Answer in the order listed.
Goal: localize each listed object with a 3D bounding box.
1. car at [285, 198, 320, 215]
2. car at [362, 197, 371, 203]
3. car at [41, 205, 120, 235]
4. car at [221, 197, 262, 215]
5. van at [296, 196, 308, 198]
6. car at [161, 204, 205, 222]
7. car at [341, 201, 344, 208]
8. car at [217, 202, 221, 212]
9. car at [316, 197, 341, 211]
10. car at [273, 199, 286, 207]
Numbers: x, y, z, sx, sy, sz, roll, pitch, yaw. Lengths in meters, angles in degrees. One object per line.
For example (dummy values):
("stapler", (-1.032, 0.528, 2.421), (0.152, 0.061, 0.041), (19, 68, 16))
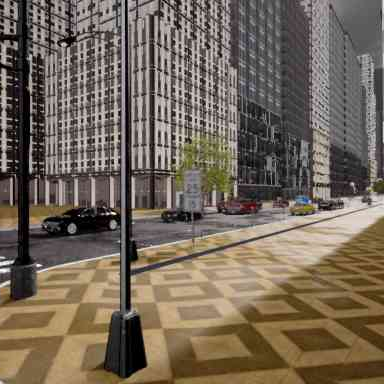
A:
("car", (11.920, 1.673, 35.622), (1.752, 1.417, 4.829), (0, 0, 35))
("car", (40.880, 1.850, 77.730), (1.947, 1.339, 4.313), (0, 0, 35))
("car", (-6.273, 1.577, 19.387), (1.837, 1.490, 4.892), (0, 0, 35))
("car", (5.508, 1.510, 36.489), (2.097, 1.767, 4.553), (0, 0, 34))
("van", (21.061, 1.606, 63.705), (1.690, 1.788, 3.998), (0, 0, 35))
("car", (-0.674, 1.679, 27.512), (1.994, 1.385, 4.181), (0, 0, 35))
("car", (21.509, 1.753, 49.564), (2.008, 1.369, 4.403), (0, 0, 35))
("car", (4.918, 1.494, 40.233), (2.192, 1.841, 5.009), (-1, -1, 35))
("car", (18.281, 1.751, 44.870), (1.947, 1.339, 4.313), (0, 0, 35))
("car", (14.604, 1.816, 54.312), (1.802, 1.307, 4.206), (0, 0, 35))
